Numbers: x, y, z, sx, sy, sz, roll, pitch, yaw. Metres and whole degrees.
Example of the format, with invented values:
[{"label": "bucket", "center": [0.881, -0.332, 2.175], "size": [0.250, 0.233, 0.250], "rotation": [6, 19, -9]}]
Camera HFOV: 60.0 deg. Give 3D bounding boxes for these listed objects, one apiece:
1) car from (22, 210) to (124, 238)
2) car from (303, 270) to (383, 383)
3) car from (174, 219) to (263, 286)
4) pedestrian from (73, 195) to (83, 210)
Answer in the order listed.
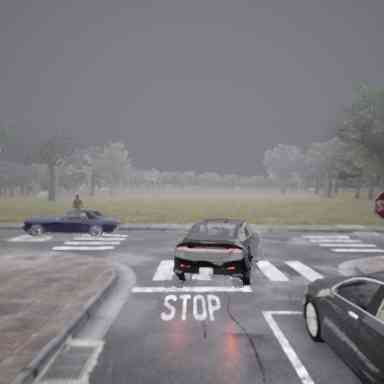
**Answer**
[{"label": "car", "center": [-6.019, 1.566, 17.038], "size": [4.718, 1.301, 1.895], "rotation": [0, 1, 0]}, {"label": "car", "center": [2.622, 1.556, 3.749], "size": [2.008, 1.369, 4.403], "rotation": [-1, 0, 0]}, {"label": "car", "center": [0.924, 1.519, 9.571], "size": [2.128, 1.511, 4.902], "rotation": [0, -1, 15]}, {"label": "pedestrian", "center": [-6.877, 1.042, 19.932], "size": [0.375, 1.860, 0.375], "rotation": [0, 1, 0]}]
